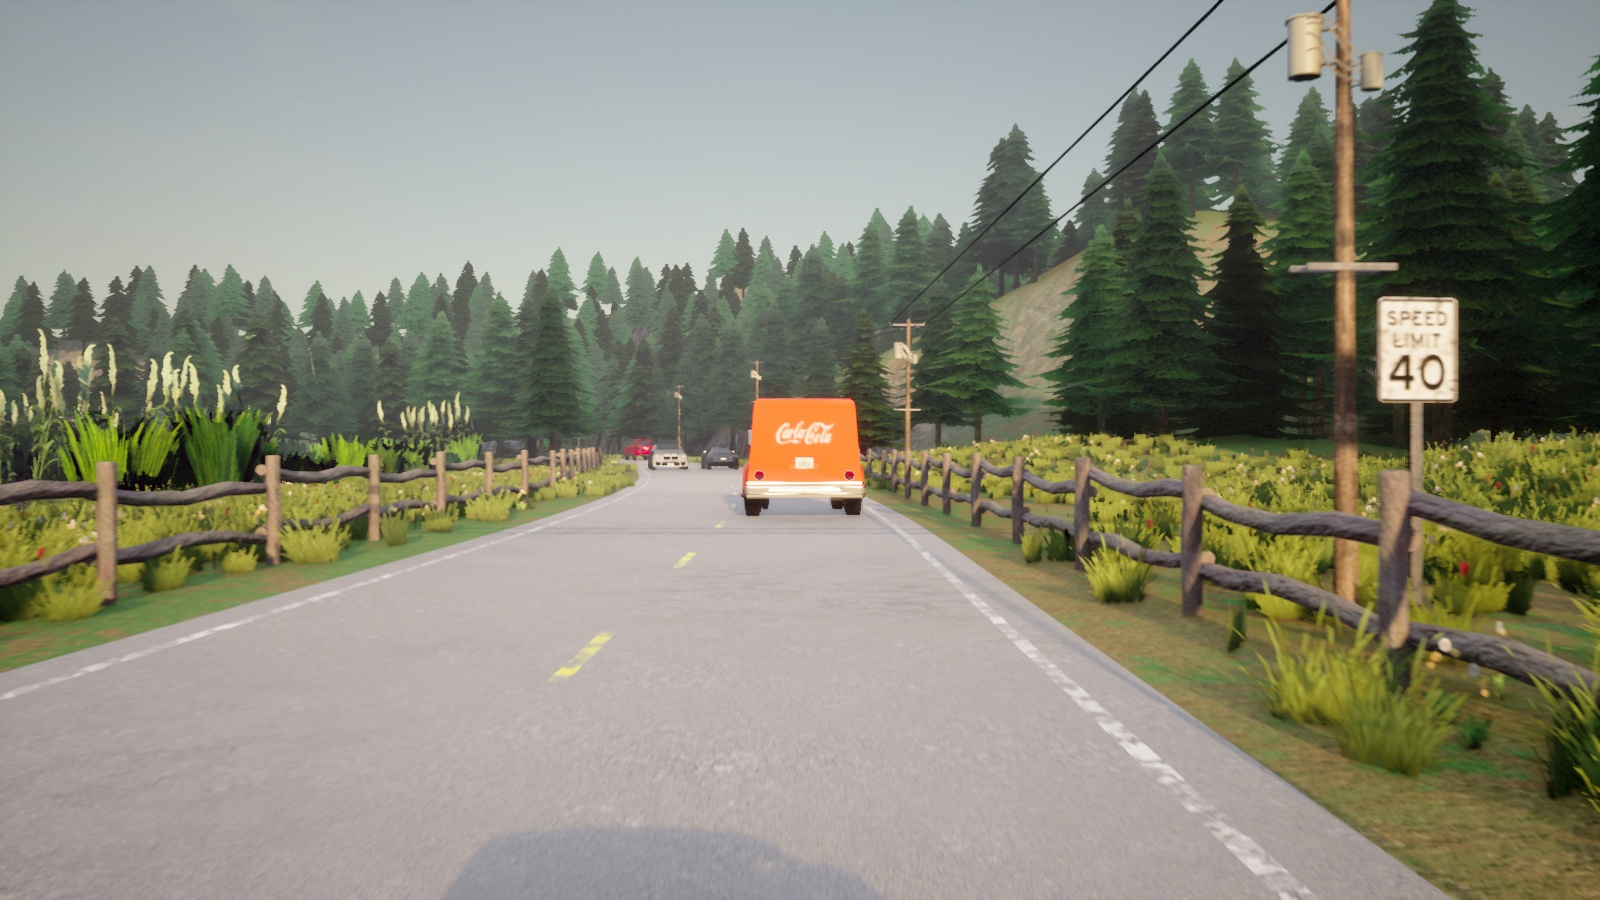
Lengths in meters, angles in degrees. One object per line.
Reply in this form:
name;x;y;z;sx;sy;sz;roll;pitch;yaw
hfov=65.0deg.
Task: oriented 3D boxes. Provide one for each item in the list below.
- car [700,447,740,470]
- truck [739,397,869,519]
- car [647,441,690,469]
car;-4.942;0.492;76.781;1.994;1.385;4.181;0;0;-10
truck;0.025;0.145;27.987;2.627;2.467;5.204;0;0;-1
car;-7.923;0.276;75.298;2.242;1.667;4.611;0;0;-10
